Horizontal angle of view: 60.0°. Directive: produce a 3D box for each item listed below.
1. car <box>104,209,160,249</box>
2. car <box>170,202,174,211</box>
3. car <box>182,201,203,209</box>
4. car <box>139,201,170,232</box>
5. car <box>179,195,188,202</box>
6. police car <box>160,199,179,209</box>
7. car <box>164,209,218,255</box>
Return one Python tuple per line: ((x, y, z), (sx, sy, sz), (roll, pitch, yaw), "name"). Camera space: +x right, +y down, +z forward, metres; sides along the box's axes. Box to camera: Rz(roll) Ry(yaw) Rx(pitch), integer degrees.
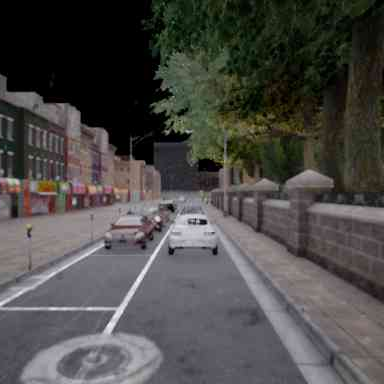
((-2.644, 1.656, 14.794), (1.802, 1.307, 4.206), (0, 0, 0), "car")
((-2.648, 1.713, 26.145), (1.802, 1.307, 4.206), (0, 0, 0), "car")
((0.051, 1.742, 28.259), (1.895, 1.301, 4.718), (0, 0, 0), "car")
((-2.646, 1.542, 20.470), (1.967, 1.590, 4.097), (0, 0, 0), "car")
((-2.668, 1.979, 86.960), (1.752, 1.417, 4.829), (0, 0, 0), "car")
((-3.022, 1.627, 40.304), (1.930, 1.638, 5.238), (0, 0, 0), "police car")
((0.058, 1.595, 13.610), (1.812, 1.442, 4.674), (0, -1, 1), "car")
